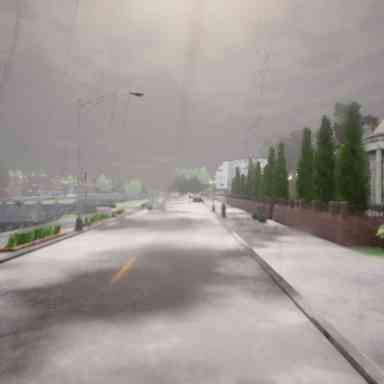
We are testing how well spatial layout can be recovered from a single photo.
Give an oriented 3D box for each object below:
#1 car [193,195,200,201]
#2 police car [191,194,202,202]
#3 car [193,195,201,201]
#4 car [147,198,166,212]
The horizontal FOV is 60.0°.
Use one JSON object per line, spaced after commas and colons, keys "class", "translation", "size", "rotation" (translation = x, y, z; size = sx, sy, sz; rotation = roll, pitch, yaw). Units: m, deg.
{"class": "car", "translation": [1.217, 1.539, 89.890], "size": [1.837, 1.490, 4.892], "rotation": [0, 0, 0]}
{"class": "police car", "translation": [1.214, 1.453, 74.000], "size": [1.930, 1.638, 5.238], "rotation": [0, 0, 0]}
{"class": "car", "translation": [1.216, 1.509, 83.890], "size": [1.882, 1.535, 5.008], "rotation": [0, 0, 0]}
{"class": "car", "translation": [-4.079, 1.506, 39.181], "size": [2.128, 1.511, 4.902], "rotation": [0, 0, 0]}
